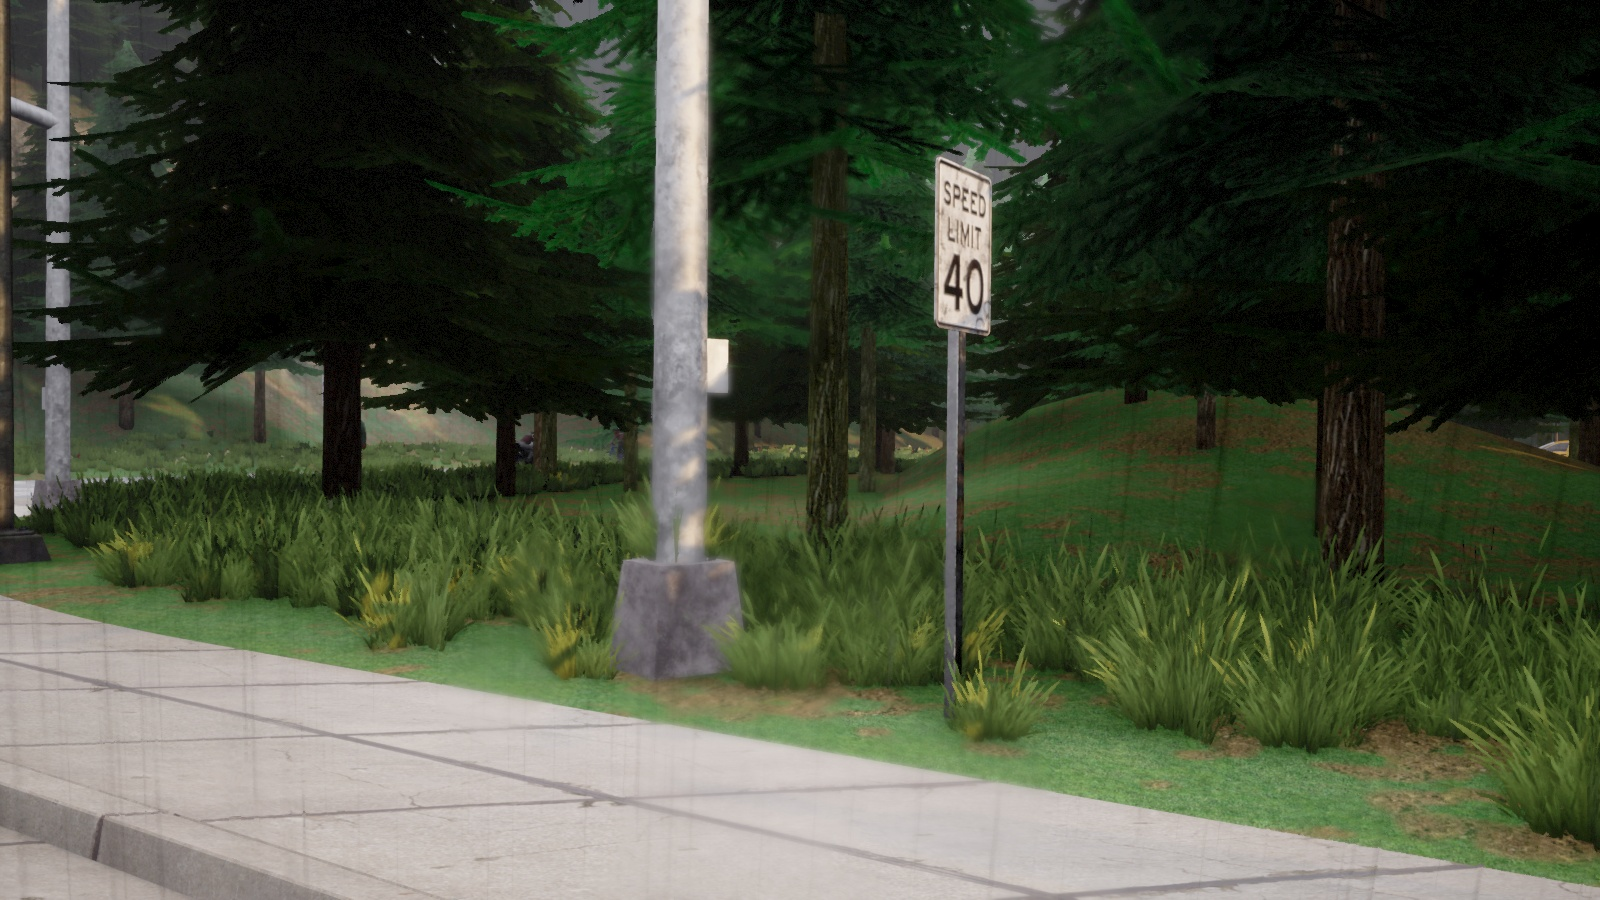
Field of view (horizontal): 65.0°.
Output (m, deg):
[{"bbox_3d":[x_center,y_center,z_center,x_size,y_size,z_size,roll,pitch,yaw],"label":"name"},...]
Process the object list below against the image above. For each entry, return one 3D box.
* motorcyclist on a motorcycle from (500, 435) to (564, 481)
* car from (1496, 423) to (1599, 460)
[{"bbox_3d":[-9.257,0.256,43.485,0.866,1.530,2.191,0,1,32],"label":"motorcyclist on a motorcycle"},{"bbox_3d":[33.110,-0.368,54.063,5.366,1.575,1.801,0,1,33],"label":"car"}]
